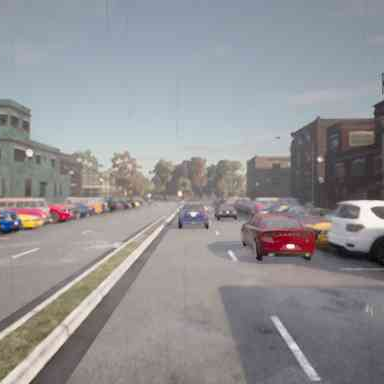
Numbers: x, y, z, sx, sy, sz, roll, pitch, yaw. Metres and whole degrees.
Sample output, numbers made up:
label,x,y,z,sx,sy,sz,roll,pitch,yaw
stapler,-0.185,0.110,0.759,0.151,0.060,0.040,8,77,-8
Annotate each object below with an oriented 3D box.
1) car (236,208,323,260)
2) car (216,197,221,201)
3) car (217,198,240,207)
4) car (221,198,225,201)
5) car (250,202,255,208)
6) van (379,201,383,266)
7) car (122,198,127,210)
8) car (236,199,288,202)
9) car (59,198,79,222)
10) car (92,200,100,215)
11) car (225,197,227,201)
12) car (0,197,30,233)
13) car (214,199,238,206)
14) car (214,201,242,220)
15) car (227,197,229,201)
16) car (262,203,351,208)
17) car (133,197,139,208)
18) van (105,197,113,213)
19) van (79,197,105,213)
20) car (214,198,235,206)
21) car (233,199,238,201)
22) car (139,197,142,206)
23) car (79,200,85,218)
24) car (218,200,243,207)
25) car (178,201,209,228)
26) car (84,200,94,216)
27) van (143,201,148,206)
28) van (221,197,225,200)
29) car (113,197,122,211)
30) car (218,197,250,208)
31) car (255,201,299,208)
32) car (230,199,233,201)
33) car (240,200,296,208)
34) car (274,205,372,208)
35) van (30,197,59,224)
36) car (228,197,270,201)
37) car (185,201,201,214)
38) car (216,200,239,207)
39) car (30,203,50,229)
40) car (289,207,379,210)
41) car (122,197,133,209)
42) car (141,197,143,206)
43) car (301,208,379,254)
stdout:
label,x,y,z,sx,sy,sz,roll,pitch,yaw
car,3.111,1.587,12.951,1.882,1.535,5.008,0,-1,0
car,7.453,2.156,58.369,5.366,1.575,1.946,0,-1,0
car,7.607,2.198,69.403,4.553,1.767,2.185,0,-1,0
car,7.644,2.075,52.855,5.008,1.535,2.097,0,-1,0
car,7.636,1.786,28.043,4.674,1.452,2.002,0,-1,0
van,7.756,1.326,8.746,4.442,1.987,1.878,0,-1,0
car,-12.534,2.055,49.000,4.674,1.452,2.002,0,-1,0
car,7.633,1.848,36.313,4.892,1.521,2.231,0,-1,0
car,-12.526,1.465,26.837,5.566,2.045,2.435,0,-1,0
car,-12.545,1.859,35.046,4.674,1.452,2.002,0,-1,0
car,7.670,1.909,50.100,4.553,1.767,2.185,0,-1,0
car,-12.532,1.372,18.503,5.566,2.045,2.435,0,-1,0
car,7.643,2.395,74.914,5.008,1.535,2.097,0,-1,0
car,3.105,1.853,31.394,2.033,1.411,5.357,0,-1,0
car,7.670,1.869,47.343,4.553,1.767,2.185,0,-1,0
car,7.633,1.686,22.530,4.892,1.521,2.231,0,-1,0
car,-12.560,1.895,57.407,5.566,2.045,2.435,0,-1,0
van,-12.427,1.669,40.731,4.442,1.987,1.878,0,-1,0
van,-12.663,1.632,37.954,4.442,1.987,1.878,0,-1,0
car,7.606,2.300,77.678,4.553,1.767,2.185,0,-1,0
car,7.632,1.882,39.070,4.892,1.521,2.231,0,-1,0
car,-12.522,2.232,62.835,5.008,1.535,2.097,0,-1,0
car,-12.546,1.752,29.615,4.892,1.521,2.231,0,-1,0
car,7.644,2.287,66.639,4.892,1.521,2.231,0,-1,0
car,0.099,1.578,24.425,2.097,1.767,4.553,0,-1,0
car,-12.520,1.814,32.392,4.792,1.488,2.163,0,-1,0
van,-12.404,2.134,71.177,4.442,1.987,1.878,0,-1,0
van,7.521,1.891,55.615,4.442,1.987,1.878,0,-1,0
car,-12.570,1.683,43.512,5.566,2.045,2.435,0,-1,0
car,7.666,1.950,61.130,5.566,2.045,2.435,0,-1,0
car,7.824,1.712,25.286,5.366,1.575,1.946,0,-1,0
car,7.632,1.920,41.827,4.892,1.521,2.231,0,-1,0
car,7.633,1.813,33.558,4.892,1.521,2.231,0,-1,0
car,7.669,1.686,19.771,4.792,1.488,2.163,0,-1,0
van,-12.440,1.459,24.060,4.442,1.987,1.878,0,-1,0
car,7.607,1.830,44.585,4.553,1.767,2.185,0,-1,0
car,0.099,1.914,41.650,1.882,1.535,5.008,0,-1,0
car,7.635,2.399,72.158,4.674,1.452,2.002,0,-1,0
car,-12.373,1.651,21.278,5.366,1.575,1.946,0,-1,0
car,7.642,1.668,17.015,4.674,1.452,2.002,0,-1,0
car,-12.507,1.806,51.723,5.566,2.045,2.435,0,-1,0
car,-12.556,2.153,65.740,4.553,1.767,2.185,0,-1,0
car,7.645,1.602,14.258,5.008,1.535,2.097,0,-1,0
